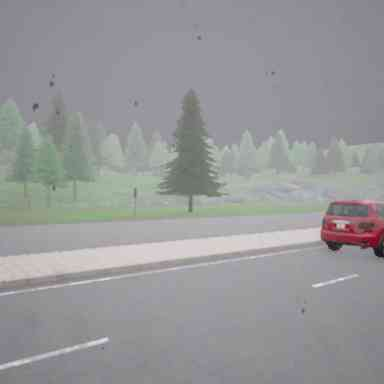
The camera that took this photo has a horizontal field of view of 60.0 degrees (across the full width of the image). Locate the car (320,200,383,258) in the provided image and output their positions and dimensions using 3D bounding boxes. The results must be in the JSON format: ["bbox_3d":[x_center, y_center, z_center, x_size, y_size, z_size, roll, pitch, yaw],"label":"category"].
[{"bbox_3d":[7.556,1.347,13.565,5.566,2.045,2.150,0,0,-35],"label":"car"}]
